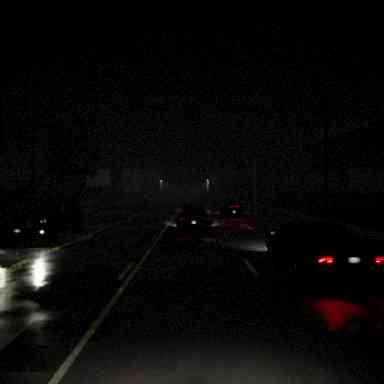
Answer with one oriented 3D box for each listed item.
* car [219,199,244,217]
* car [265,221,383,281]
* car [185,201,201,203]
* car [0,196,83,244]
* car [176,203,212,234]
[{"bbox_3d":[3.599,1.428,30.627,1.837,1.490,4.892,0,0,0],"label":"car"},{"bbox_3d":[3.595,1.558,9.877,2.033,1.411,5.357,0,0,0],"label":"car"},{"bbox_3d":[0.092,1.507,32.574,1.895,1.301,4.718,0,0,1],"label":"car"},{"bbox_3d":[-7.102,1.228,16.271,2.150,2.045,5.566,0,0,0],"label":"car"},{"bbox_3d":[0.098,1.558,19.314,1.994,1.385,4.181,0,0,0],"label":"car"}]
